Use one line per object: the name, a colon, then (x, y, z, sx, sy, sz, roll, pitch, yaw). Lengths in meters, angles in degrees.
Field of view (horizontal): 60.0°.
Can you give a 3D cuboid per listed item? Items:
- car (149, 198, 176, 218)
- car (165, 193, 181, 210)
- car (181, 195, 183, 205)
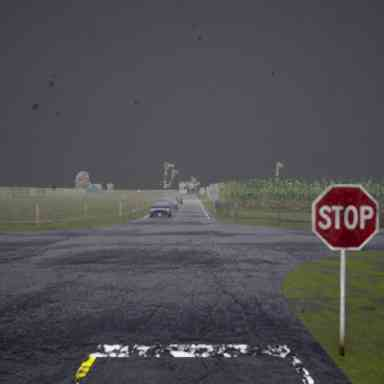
car: (-2.775, 1.521, 30.627, 2.033, 1.411, 5.357, 0, 0, -1)
car: (-2.789, 1.312, 42.024, 2.097, 1.767, 4.553, 0, 0, 0)
car: (-2.748, 1.155, 57.735, 2.150, 2.045, 5.566, 0, 0, 0)
